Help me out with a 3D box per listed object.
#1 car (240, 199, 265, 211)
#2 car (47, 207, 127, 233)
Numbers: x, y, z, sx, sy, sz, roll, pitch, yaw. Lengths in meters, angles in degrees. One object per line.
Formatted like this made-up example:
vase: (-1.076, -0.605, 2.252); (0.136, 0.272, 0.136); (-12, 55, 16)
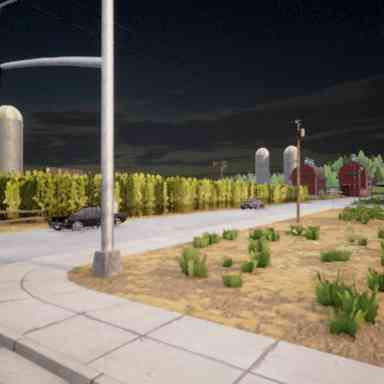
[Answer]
car: (7.719, 1.545, 42.082); (1.994, 1.385, 4.181); (0, 0, 32)
car: (-6.236, 1.627, 20.213); (1.895, 1.301, 4.718); (0, 0, 33)
